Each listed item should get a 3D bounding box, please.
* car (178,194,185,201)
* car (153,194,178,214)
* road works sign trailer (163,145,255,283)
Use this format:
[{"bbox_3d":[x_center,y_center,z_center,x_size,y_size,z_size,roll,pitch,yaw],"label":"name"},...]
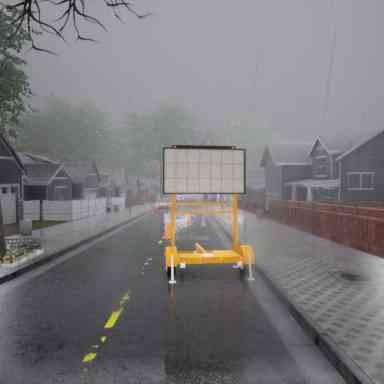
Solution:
[{"bbox_3d":[-3.004,1.355,89.077,2.150,2.045,5.566,0,0,0],"label":"car"},{"bbox_3d":[-2.952,1.362,35.911,2.097,1.767,4.553,0,0,0],"label":"car"},{"bbox_3d":[0.334,0.459,9.711,2.380,3.560,2.880,0,0,-8],"label":"road works sign trailer"}]
